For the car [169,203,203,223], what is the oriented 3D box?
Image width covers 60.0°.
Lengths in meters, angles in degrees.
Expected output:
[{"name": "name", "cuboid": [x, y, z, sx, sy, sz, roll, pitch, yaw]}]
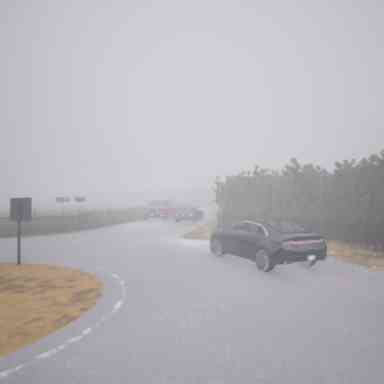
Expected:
[{"name": "car", "cuboid": [-0.173, 1.984, 30.103, 2.033, 1.411, 5.357, -1, -1, 12]}]

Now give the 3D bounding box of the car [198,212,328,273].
[{"name": "car", "cuboid": [2.320, 1.644, 11.412, 2.128, 1.511, 4.902, 0, -1, -24]}]

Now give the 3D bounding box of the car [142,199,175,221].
[{"name": "car", "cuboid": [-3.007, 1.716, 32.594, 2.150, 2.045, 5.566, -1, -1, 12]}]
